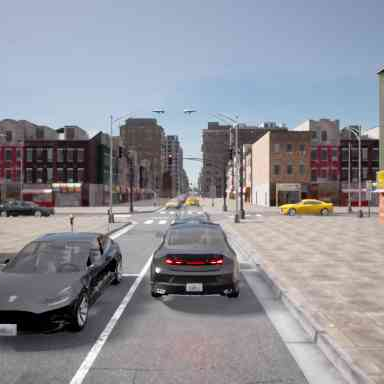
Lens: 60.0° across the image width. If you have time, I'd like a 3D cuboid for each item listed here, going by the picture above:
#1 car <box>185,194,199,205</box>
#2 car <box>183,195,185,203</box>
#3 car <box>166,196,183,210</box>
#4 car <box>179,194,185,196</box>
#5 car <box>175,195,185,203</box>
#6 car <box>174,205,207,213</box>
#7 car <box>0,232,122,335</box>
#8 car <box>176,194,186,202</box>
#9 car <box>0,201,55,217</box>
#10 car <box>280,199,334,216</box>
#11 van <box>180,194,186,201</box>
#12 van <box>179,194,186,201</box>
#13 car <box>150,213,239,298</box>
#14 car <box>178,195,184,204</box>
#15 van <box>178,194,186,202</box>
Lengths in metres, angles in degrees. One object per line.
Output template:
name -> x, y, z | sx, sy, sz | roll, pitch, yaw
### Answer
car -> 0.184, 1.551, 55.778 | 1.882, 1.535, 5.008 | 0, 0, 0
car -> -2.553, 1.655, 55.838 | 1.802, 1.307, 4.206 | 0, 0, 0
car -> -2.569, 1.571, 44.458 | 1.752, 1.417, 4.829 | 0, 0, 0
car -> -2.537, 1.547, 67.049 | 1.967, 1.590, 4.097 | 0, 0, 0
car -> -2.529, 1.566, 72.654 | 1.967, 1.590, 4.097 | 0, 0, 0
car -> 0.054, 1.608, 17.747 | 1.895, 1.301, 4.718 | 0, 0, 1
car -> -2.623, 1.567, 6.858 | 1.947, 1.339, 4.313 | 0, 0, 0
car -> -2.520, 1.461, 78.261 | 2.192, 1.841, 5.009 | 0, 0, 0
car -> -14.721, 1.539, 29.549 | 4.892, 1.490, 1.837 | 0, 0, 0
car -> 11.131, 1.487, 32.423 | 5.008, 1.535, 1.882 | 0, 0, 0
van -> -2.496, 1.551, 95.077 | 1.690, 1.788, 3.998 | 0, 0, 0
van -> -2.504, 1.529, 89.471 | 1.690, 1.788, 3.998 | 0, 0, 0
car -> 0.083, 1.507, 8.536 | 1.837, 1.490, 4.892 | 0, 0, 1
car -> -2.561, 1.604, 50.233 | 1.887, 1.381, 4.507 | 0, 0, 0
van -> -2.512, 1.507, 83.866 | 1.690, 1.788, 3.998 | 0, 0, 0
